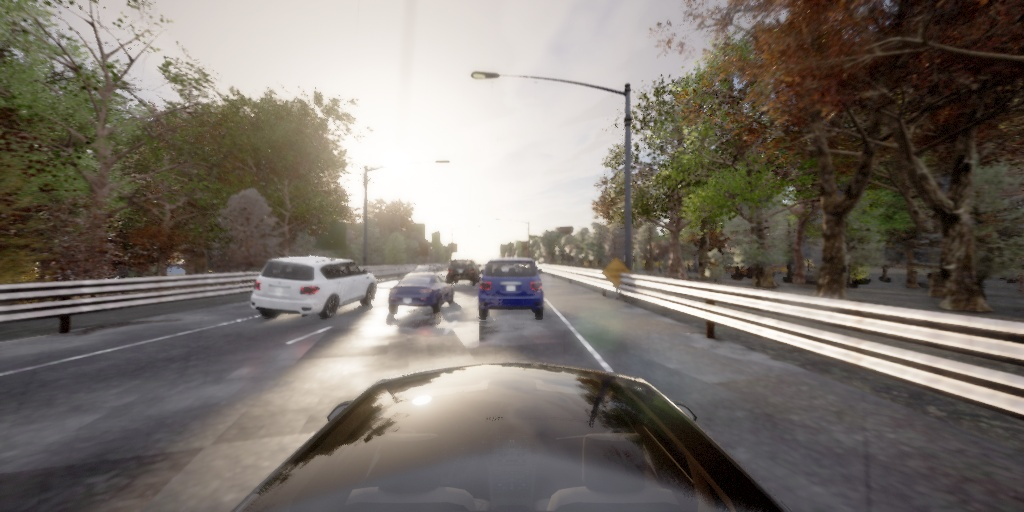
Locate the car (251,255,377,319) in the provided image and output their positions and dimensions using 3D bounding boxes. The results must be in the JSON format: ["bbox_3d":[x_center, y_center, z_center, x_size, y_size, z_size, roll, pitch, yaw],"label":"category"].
[{"bbox_3d":[-6.974,1.014,13.409,2.150,2.045,5.566,6,3,0],"label":"car"}]

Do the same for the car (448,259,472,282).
[{"bbox_3d":[-3.736,1.230,28.520,2.150,2.045,5.566,0,0,0],"label":"car"}]

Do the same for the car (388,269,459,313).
[{"bbox_3d":[-3.528,1.392,14.448,1.812,1.442,4.674,0,-1,0],"label":"car"}]

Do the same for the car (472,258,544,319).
[{"bbox_3d":[-0.027,1.079,13.465,2.150,2.045,5.566,0,0,0],"label":"car"}]

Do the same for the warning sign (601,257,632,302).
[{"bbox_3d":[4.474,0.988,15.297,1.300,1.860,1.060,0,0,-1],"label":"warning sign"}]

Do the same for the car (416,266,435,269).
[{"bbox_3d":[-7.262,1.551,30.281,1.812,1.442,4.674,0,0,-1],"label":"car"}]
